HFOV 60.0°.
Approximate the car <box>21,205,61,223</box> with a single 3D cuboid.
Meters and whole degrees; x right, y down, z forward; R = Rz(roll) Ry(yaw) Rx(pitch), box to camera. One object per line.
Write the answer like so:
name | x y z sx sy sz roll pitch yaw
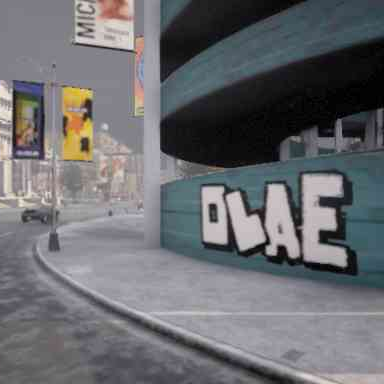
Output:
car | -13.409 1.942 29.800 1.837 1.490 4.892 0 -1 0
